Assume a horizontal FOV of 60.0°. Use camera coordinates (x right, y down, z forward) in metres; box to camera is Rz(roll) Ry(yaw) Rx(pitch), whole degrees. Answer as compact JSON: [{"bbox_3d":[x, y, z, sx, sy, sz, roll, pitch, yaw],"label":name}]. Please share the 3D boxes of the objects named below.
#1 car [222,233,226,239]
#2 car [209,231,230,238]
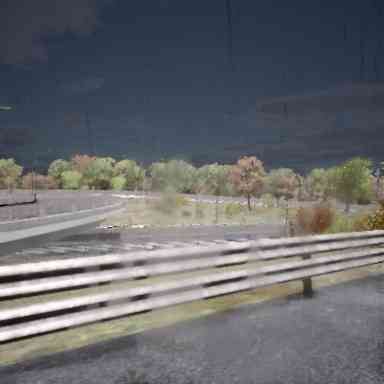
[{"bbox_3d":[8.354,9.716,69.678,4.181,1.385,1.994,0,0,-17],"label":"car"},{"bbox_3d":[6.298,9.719,76.369,4.181,1.385,1.994,0,0,-17],"label":"car"}]
